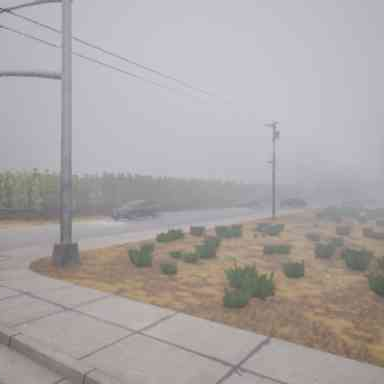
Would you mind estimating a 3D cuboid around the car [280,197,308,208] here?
[{"bbox_3d":[14.470,1.468,47.029,4.892,1.490,1.837,0,0,-39],"label":"car"}]

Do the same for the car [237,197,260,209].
[{"bbox_3d":[7.796,1.451,45.481,1.837,1.490,4.892,0,0,33],"label":"car"}]

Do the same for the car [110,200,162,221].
[{"bbox_3d":[-4.372,1.452,26.569,1.837,1.490,4.892,0,0,33],"label":"car"}]
